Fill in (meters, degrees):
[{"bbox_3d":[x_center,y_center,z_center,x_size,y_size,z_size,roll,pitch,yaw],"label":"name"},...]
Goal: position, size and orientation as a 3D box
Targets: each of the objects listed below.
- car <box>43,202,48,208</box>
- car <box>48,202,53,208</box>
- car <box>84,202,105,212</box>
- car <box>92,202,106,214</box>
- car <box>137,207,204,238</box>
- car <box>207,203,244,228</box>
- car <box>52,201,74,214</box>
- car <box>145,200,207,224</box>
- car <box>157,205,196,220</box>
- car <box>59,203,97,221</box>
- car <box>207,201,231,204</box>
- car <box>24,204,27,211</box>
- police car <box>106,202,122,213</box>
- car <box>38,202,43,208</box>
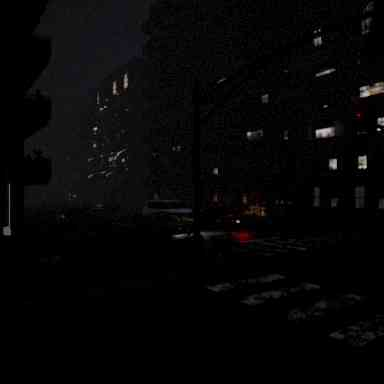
[{"bbox_3d":[-31.660,2.984,75.560,1.947,1.339,4.313,-1,0,-36],"label":"car"},{"bbox_3d":[-28.336,2.635,70.980,2.192,1.841,5.009,-1,0,-36],"label":"car"},{"bbox_3d":[-16.232,2.444,55.186,1.882,1.535,5.008,0,-1,-36],"label":"car"},{"bbox_3d":[-14.662,2.395,47.777,2.033,1.411,5.357,0,-1,-36],"label":"car"},{"bbox_3d":[-1.637,1.839,20.078,1.752,1.417,4.829,-1,0,-36],"label":"car"},{"bbox_3d":[1.799,1.849,25.225,1.837,1.490,4.892,0,-1,-36],"label":"car"},{"bbox_3d":[-17.262,2.403,46.086,2.033,1.411,5.357,0,-1,-35],"label":"car"},{"bbox_3d":[-1.627,1.596,24.491,2.150,2.045,5.566,0,-1,-36],"label":"car"},{"bbox_3d":[-1.684,2.056,34.336,1.887,1.381,4.507,-1,0,-36],"label":"car"},{"bbox_3d":[-11.730,2.170,33.958,1.887,1.381,4.507,-1,0,-36],"label":"car"},{"bbox_3d":[1.641,1.724,29.756,2.192,1.841,5.009,-1,0,-36],"label":"car"},{"bbox_3d":[-31.715,2.776,61.442,1.887,1.381,4.507,-1,0,-36],"label":"car"},{"bbox_3d":[-12.186,2.268,49.610,1.930,1.638,5.238,0,-1,-36],"label":"police car"},{"bbox_3d":[-34.992,3.061,80.141,1.887,1.381,4.507,-1,0,-36],"label":"car"}]
